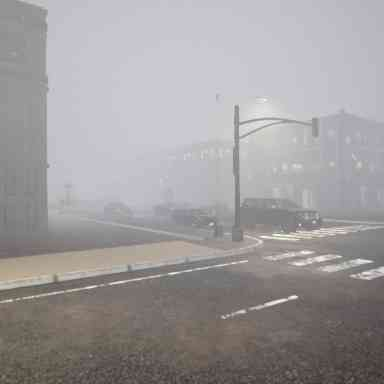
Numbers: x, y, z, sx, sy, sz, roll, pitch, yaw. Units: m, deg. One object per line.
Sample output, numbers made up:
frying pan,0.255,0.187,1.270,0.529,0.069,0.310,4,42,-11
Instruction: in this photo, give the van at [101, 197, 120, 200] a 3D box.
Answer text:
van,-13.885,1.907,58.381,1.690,1.788,3.998,-1,0,-35

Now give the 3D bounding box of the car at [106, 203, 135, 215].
car,-9.017,2.044,41.555,1.895,1.301,4.718,-1,0,-35

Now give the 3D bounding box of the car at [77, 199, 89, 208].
car,-20.187,2.194,62.822,1.812,1.442,4.674,-1,0,-35

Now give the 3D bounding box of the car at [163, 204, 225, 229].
car,0.034,1.814,24.088,1.947,1.339,4.313,-1,0,-35

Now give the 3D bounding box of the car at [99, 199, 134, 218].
car,-7.901,1.846,35.474,1.967,1.590,4.097,-1,0,-35

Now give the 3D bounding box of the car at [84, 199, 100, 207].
car,-20.288,2.227,67.408,1.887,1.381,4.507,-1,0,-35

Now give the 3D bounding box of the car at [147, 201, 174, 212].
car,-4.268,1.966,44.840,1.802,1.307,4.206,-2,0,-35

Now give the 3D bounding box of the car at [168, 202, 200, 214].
car,-1.066,1.904,40.327,1.802,1.307,4.206,-2,0,-35

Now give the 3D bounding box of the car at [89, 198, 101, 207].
car,-17.090,1.939,62.894,2.192,1.841,5.009,-1,0,-35

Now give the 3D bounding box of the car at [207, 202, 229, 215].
car,2.138,1.809,35.812,2.008,1.369,4.403,-2,0,-35

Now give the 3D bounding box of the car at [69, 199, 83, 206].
car,-26.695,2.364,76.436,1.947,1.339,4.313,-1,0,-35

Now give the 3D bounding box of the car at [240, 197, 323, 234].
car,5.346,1.371,20.862,2.150,2.045,5.566,-1,0,-32

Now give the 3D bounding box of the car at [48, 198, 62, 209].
car,-23.819,2.232,57.904,1.752,1.417,4.829,-1,0,-35

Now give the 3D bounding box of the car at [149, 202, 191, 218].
car,-2.037,1.799,31.707,2.128,1.511,4.902,-1,0,-35
